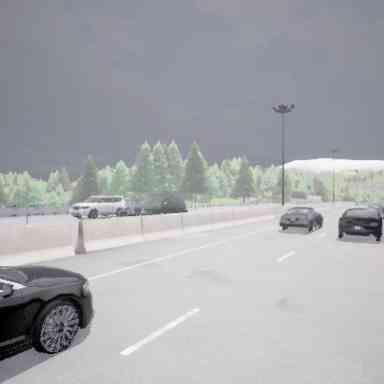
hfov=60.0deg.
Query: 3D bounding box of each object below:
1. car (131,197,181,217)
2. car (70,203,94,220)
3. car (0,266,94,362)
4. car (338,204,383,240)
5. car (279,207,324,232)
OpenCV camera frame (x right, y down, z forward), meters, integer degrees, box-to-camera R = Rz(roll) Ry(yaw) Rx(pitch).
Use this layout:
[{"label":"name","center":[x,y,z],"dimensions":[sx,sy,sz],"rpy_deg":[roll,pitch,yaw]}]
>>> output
[{"label":"car","center":[-2.518,1.335,26.062],"dimensions":[2.150,2.045,5.566],"rpy_deg":[0,-1,31]},{"label":"car","center":[-8.286,1.338,30.058],"dimensions":[2.150,2.045,5.566],"rpy_deg":[0,-1,31]},{"label":"car","center":[-3.355,1.491,3.804],"dimensions":[2.128,1.511,4.902],"rpy_deg":[0,0,31]},{"label":"car","center":[9.068,1.584,17.768],"dimensions":[1.882,1.535,5.008],"rpy_deg":[0,-1,31]},{"label":"car","center":[7.134,1.677,21.356],"dimensions":[2.033,1.411,5.357],"rpy_deg":[0,-1,31]}]
